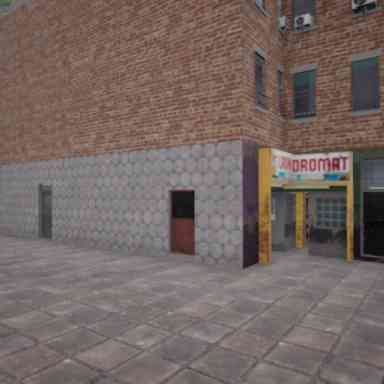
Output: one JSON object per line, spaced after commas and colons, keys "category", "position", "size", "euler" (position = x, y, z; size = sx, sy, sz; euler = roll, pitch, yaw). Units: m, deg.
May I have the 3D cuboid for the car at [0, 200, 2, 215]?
{"category": "car", "position": [-18.493, 1.462, 30.302], "size": [2.128, 1.511, 4.902], "euler": [0, 0, 35]}
